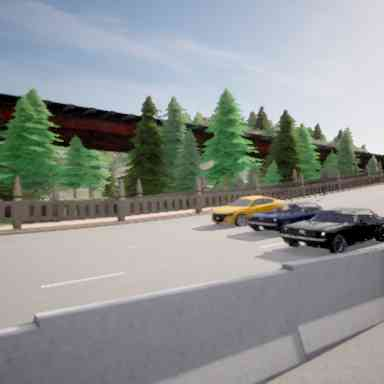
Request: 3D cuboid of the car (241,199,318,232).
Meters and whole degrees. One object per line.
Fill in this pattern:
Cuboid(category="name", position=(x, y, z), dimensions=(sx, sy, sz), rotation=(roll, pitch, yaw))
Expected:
Cuboid(category="car", position=(4.871, 1.161, 16.060), dimensions=(4.718, 1.301, 1.895), rotation=(-4, 2, -35))

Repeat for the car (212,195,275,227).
Cuboid(category="car", position=(3.380, 0.997, 19.295), dimensions=(5.008, 1.535, 1.882), rotation=(-4, 3, -35))

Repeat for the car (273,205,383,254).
Cuboid(category="car", position=(5.386, 1.264, 12.129), dimensions=(4.718, 1.301, 1.895), rotation=(-4, 2, -35))
